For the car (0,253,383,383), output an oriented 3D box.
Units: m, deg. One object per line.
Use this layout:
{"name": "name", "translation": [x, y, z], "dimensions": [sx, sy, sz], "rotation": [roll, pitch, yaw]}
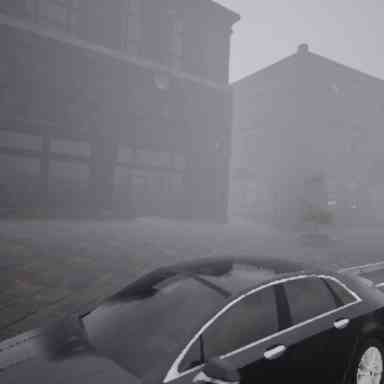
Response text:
{"name": "car", "translation": [0.223, 1.511, 3.452], "dimensions": [4.892, 1.490, 1.837], "rotation": [0, 0, -35]}
